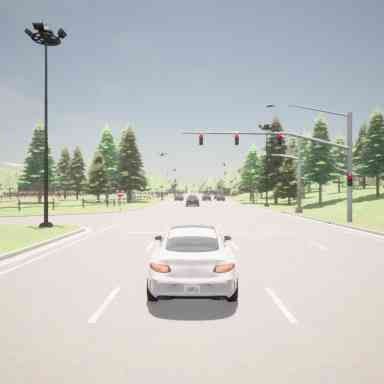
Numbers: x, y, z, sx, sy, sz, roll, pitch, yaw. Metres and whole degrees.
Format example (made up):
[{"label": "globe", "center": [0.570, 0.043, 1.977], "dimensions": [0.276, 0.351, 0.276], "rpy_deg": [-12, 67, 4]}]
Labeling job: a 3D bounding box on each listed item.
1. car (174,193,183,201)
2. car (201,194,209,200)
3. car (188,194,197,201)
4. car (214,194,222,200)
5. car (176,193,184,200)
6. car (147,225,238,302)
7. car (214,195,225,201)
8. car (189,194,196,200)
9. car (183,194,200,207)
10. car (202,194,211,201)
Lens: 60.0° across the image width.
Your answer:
[{"label": "car", "center": [-3.347, 1.544, 83.049], "dimensions": [1.994, 1.385, 4.181], "rpy_deg": [0, 0, 0]}, {"label": "car", "center": [3.671, 1.372, 93.073], "dimensions": [2.033, 1.411, 5.357], "rpy_deg": [0, 0, 0]}, {"label": "car", "center": [0.153, 1.348, 83.046], "dimensions": [2.097, 1.767, 4.553], "rpy_deg": [0, 0, 0]}, {"label": "car", "center": [7.171, 1.385, 93.067], "dimensions": [1.994, 1.385, 4.181], "rpy_deg": [0, 0, 0]}, {"label": "car", "center": [-3.329, 1.187, 93.056], "dimensions": [2.097, 1.767, 4.553], "rpy_deg": [0, 0, 0]}, {"label": "car", "center": [0.021, 1.526, 8.143], "dimensions": [1.812, 1.442, 4.674], "rpy_deg": [0, 0, 0]}, {"label": "car", "center": [7.152, 1.517, 82.647], "dimensions": [2.128, 1.511, 4.902], "rpy_deg": [0, 0, 0]}, {"label": "car", "center": [0.171, 1.332, 93.079], "dimensions": [1.837, 1.490, 4.892], "rpy_deg": [0, 0, 0]}, {"label": "car", "center": [0.096, 1.352, 52.017], "dimensions": [2.097, 1.767, 4.553], "rpy_deg": [0, 0, 0]}, {"label": "car", "center": [3.653, 1.348, 83.040], "dimensions": [2.097, 1.767, 4.553], "rpy_deg": [0, 0, 0]}]
